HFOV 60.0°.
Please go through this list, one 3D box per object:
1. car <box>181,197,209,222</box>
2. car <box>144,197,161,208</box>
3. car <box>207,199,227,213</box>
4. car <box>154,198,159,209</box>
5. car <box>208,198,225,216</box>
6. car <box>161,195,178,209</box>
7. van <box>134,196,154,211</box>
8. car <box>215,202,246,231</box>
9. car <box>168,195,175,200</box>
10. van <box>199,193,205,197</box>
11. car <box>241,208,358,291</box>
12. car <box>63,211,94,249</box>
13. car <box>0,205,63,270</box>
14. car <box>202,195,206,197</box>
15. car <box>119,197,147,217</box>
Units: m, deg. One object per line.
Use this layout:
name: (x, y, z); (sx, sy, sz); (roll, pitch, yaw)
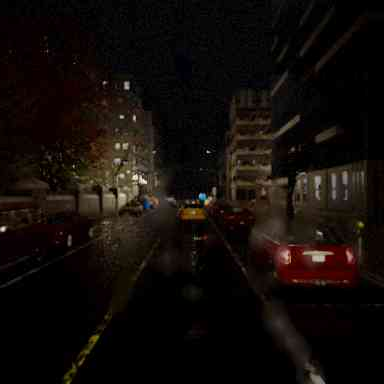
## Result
car: (0.101, 1.446, 25.853); (1.801, 1.575, 5.366); (0, 0, 0)
car: (-5.680, 1.491, 48.204); (1.752, 1.417, 4.829); (1, 0, 0)
car: (2.700, 1.523, 37.123); (1.887, 1.381, 4.507); (1, 0, 0)
car: (-5.679, 1.413, 42.759); (1.967, 1.590, 4.097); (1, 0, 0)
car: (2.700, 1.529, 31.506); (1.887, 1.381, 4.507); (1, 0, 0)
car: (-3.005, 1.534, 45.348); (1.994, 1.385, 4.181); (0, 0, 0)
van: (-5.678, 1.320, 37.146); (1.690, 1.788, 3.998); (1, 0, 0)
car: (2.699, 1.539, 20.271); (1.887, 1.381, 4.507); (1, 0, 0)
car: (-5.679, 1.467, 92.078); (1.802, 1.307, 4.206); (1, 0, 0)
van: (2.705, 1.239, 86.349); (1.690, 1.788, 3.998); (1, 0, 0)
car: (2.700, 1.440, 9.036); (1.967, 1.590, 4.097); (1, 0, 0)
car: (-5.681, 1.542, 14.691); (1.887, 1.381, 4.507); (1, 0, 0)
car: (-5.679, 1.315, 9.077); (2.192, 1.841, 5.009); (1, 0, 0)
car: (2.700, 1.491, 48.527); (1.752, 1.417, 4.829); (1, 0, 0)
car: (-5.680, 1.510, 31.363); (1.752, 1.417, 4.829); (1, 0, 0)
